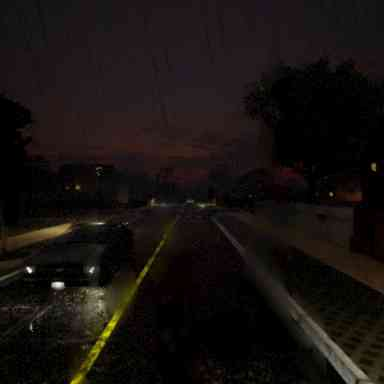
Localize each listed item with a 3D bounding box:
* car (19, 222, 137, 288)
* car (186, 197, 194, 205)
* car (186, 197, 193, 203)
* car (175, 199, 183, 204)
[{"bbox_3d":[-2.848,1.602,9.735,2.033,1.411,5.357,0,0,0],"label":"car"},{"bbox_3d":[-0.567,2.507,83.963,1.895,1.301,4.718,0,-1,-1],"label":"car"},{"bbox_3d":[-0.731,2.288,93.933,2.097,1.767,4.553,0,-1,-2],"label":"car"},{"bbox_3d":[-3.343,2.488,85.799,2.033,1.411,5.357,0,-1,-1],"label":"car"}]
